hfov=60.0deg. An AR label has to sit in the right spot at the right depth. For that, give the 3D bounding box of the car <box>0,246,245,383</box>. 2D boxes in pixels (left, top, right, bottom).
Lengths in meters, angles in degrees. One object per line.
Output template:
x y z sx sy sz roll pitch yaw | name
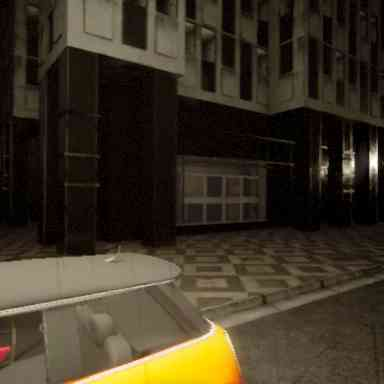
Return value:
-1.796 1.352 2.100 4.553 1.767 2.097 0 0 -35 | car
